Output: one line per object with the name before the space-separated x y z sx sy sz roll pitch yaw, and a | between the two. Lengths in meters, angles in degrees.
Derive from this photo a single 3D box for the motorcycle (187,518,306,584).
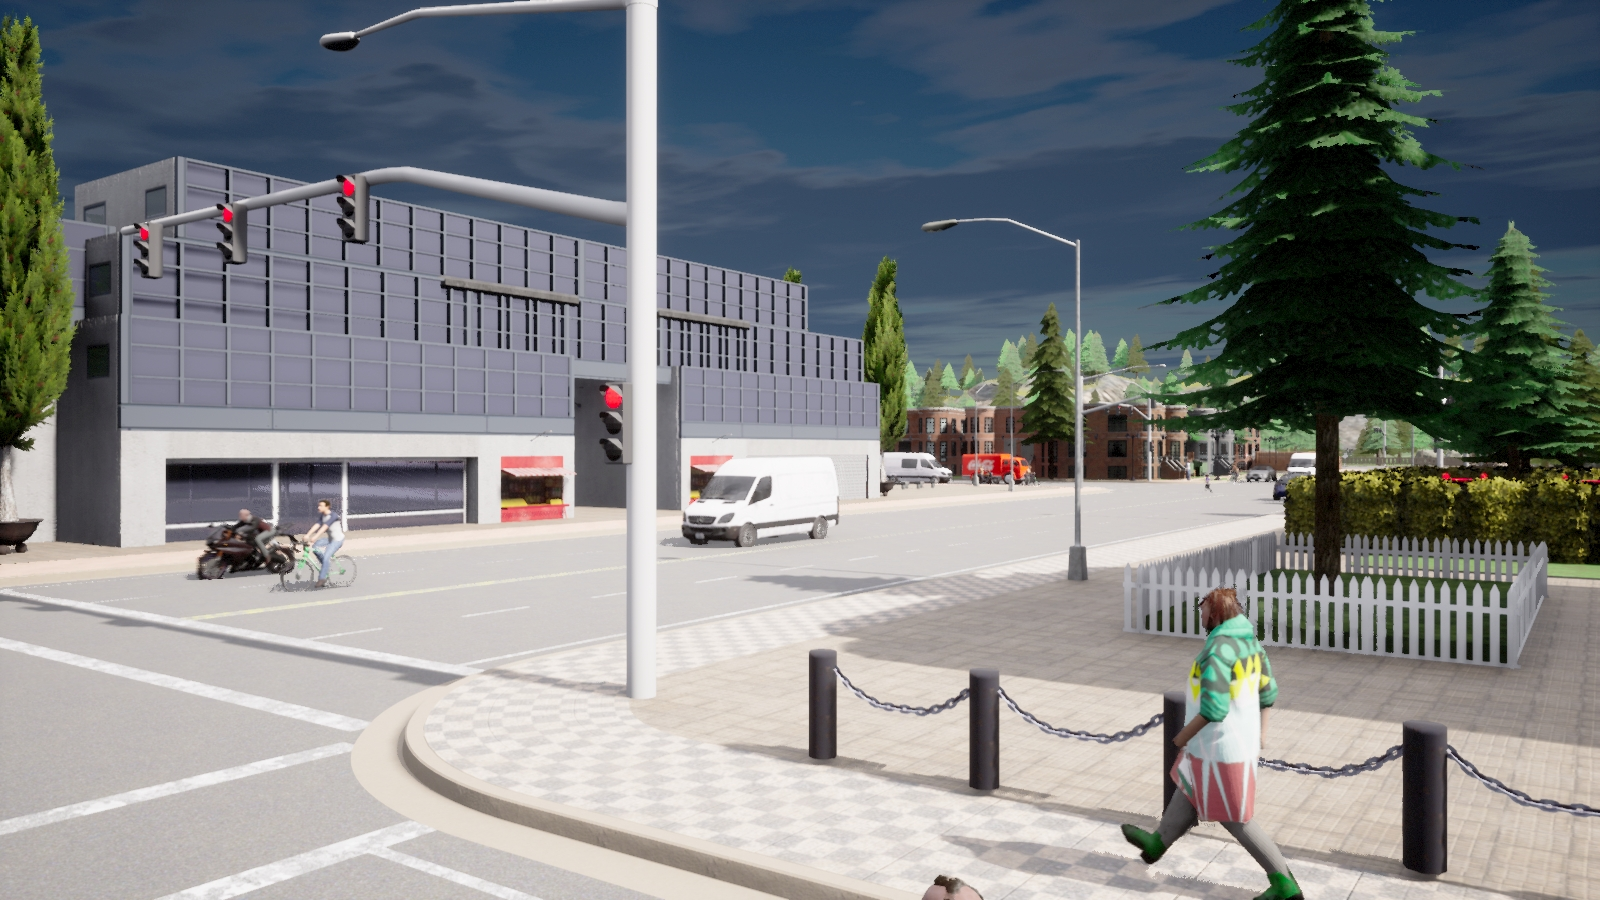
motorcycle | -12.177 2.202 25.185 0.867 1.251 2.209 0 0 36

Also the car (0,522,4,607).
car | -16.893 2.058 19.812 4.892 1.480 2.231 0 1 -40

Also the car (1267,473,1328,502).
car | 27.765 2.061 63.661 2.163 1.488 4.792 0 0 35

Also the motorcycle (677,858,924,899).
motorcycle | 0.509 2.205 3.428 2.209 1.251 0.867 0 0 35

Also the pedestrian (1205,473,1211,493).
pedestrian | 26.379 2.126 73.850 0.375 1.300 0.375 0 0 20

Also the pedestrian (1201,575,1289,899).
pedestrian | 2.618 1.697 6.721 0.375 1.860 0.375 0 0 41

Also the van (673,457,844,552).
van | -1.133 1.529 34.730 1.988 2.561 5.915 0 1 35
